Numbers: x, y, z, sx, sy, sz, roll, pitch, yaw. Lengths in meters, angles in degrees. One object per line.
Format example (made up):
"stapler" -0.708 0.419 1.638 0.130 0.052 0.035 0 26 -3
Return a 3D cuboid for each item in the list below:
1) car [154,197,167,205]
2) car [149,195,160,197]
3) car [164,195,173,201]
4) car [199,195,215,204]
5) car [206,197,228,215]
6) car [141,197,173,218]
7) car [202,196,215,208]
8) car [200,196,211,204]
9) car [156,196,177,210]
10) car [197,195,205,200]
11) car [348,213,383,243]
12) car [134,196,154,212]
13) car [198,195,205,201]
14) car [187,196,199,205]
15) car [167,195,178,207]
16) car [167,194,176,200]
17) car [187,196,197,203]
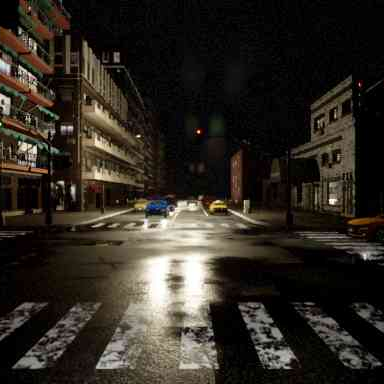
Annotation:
"car" -5.751 1.603 61.488 2.008 1.369 4.403 0 0 0
"car" -5.739 1.351 50.410 2.192 1.841 5.009 0 0 0
"car" -5.774 1.534 83.645 1.967 1.590 4.097 0 0 0
"car" 2.642 1.351 50.420 2.192 1.841 5.009 0 0 0
"car" 2.658 1.544 33.972 1.752 1.417 4.829 0 0 0
"car" -3.131 1.494 30.662 1.882 1.535 5.008 0 0 0
"car" 2.647 1.612 44.880 1.802 1.307 4.206 0 0 0
"car" 2.624 1.613 67.037 2.008 1.369 4.403 0 0 0
"car" -3.123 1.550 39.940 1.812 1.442 4.674 0 0 0
"car" 2.594 1.670 94.733 2.008 1.369 4.403 0 0 0
"car" 10.001 1.523 15.690 5.008 1.535 1.882 0 0 0
"car" -5.728 1.549 39.161 1.752 1.417 4.829 0 0 0
"car" 2.600 1.632 89.364 1.752 1.417 4.829 0 0 0
"car" 0.036 1.652 60.408 1.895 1.301 4.718 0 0 0
"car" -3.126 1.541 50.008 1.837 1.490 4.892 0 0 0
"car" -5.785 1.434 94.725 2.192 1.841 5.009 0 0 0
"car" -0.026 1.613 70.617 2.033 1.411 5.357 0 0 0
